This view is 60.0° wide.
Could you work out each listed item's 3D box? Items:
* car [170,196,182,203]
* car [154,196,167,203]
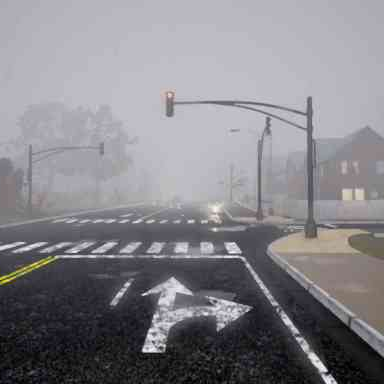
[{"bbox_3d":[-3.154,1.526,67.799,1.812,1.442,4.674,0,0,5],"label":"car"},{"bbox_3d":[-6.389,1.487,68.114,1.882,1.535,5.008,0,0,5],"label":"car"}]
